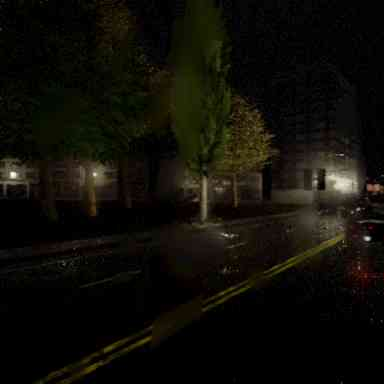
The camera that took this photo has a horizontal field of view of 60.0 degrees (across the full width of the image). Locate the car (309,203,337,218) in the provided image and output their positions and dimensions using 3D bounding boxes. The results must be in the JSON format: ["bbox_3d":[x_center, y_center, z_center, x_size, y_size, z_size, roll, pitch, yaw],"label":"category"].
[{"bbox_3d":[13.750,1.840,34.407,1.812,1.442,4.674,-1,-1,35],"label":"car"}]

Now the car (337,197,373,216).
[{"bbox_3d":[15.841,1.500,31.746,2.150,2.045,5.566,-1,-1,35],"label":"car"}]

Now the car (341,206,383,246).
[{"bbox_3d":[8.404,1.622,15.274,1.837,1.490,4.892,-1,-1,35],"label":"car"}]
